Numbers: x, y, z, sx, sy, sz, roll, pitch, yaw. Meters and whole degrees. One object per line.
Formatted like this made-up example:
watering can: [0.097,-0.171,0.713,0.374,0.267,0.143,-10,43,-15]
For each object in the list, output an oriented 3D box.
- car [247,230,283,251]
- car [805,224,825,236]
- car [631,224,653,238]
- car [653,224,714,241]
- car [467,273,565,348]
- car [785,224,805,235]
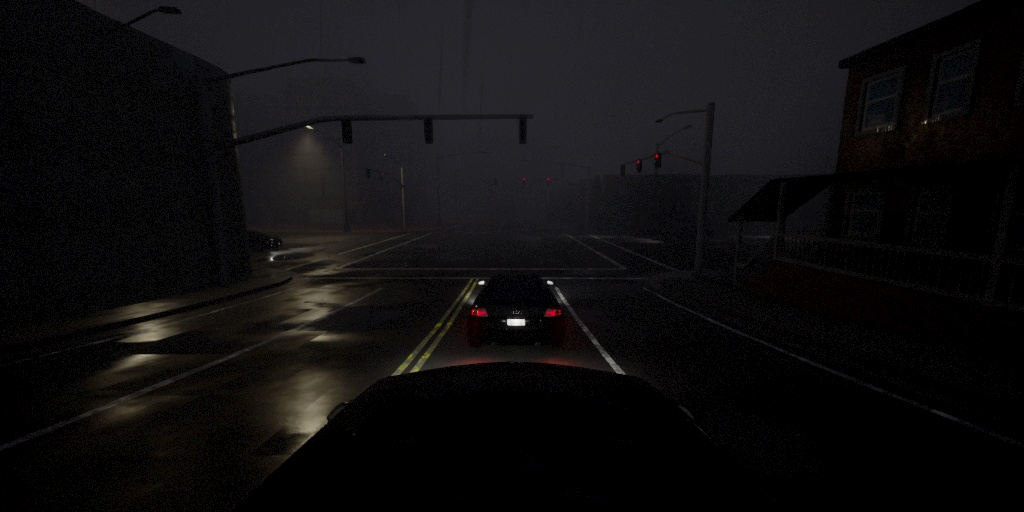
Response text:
car: [-19.960,-1.192,26.991,4.892,1.490,1.837,0,8,1]
car: [31.556,-2.508,33.753,5.566,2.045,2.150,-1,8,1]
car: [14.956,-2.644,37.396,4.718,1.301,1.895,0,8,1]
car: [16.397,-2.226,33.896,4.892,1.490,1.837,0,8,0]
car: [0.093,1.090,8.707,1.994,1.385,4.181,0,3,0]
car: [30.413,-2.671,37.274,4.181,1.385,1.994,0,8,0]
